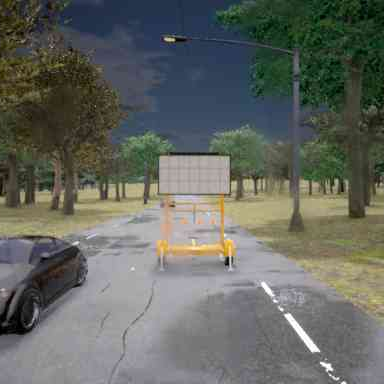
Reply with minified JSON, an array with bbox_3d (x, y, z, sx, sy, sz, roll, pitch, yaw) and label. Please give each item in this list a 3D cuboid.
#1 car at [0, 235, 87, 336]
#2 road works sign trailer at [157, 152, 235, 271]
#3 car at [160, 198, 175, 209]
[{"bbox_3d":[-3.596,1.579,6.619,1.994,1.385,4.181,0,0,0],"label":"car"},{"bbox_3d":[0.075,0.500,11.019,2.380,3.560,2.880,0,0,-2],"label":"road works sign trailer"},{"bbox_3d":[-3.555,1.643,48.773,1.882,1.535,5.008,0,0,0],"label":"car"}]
